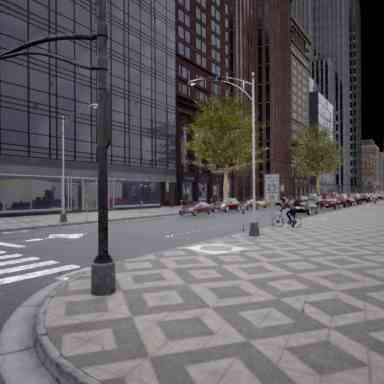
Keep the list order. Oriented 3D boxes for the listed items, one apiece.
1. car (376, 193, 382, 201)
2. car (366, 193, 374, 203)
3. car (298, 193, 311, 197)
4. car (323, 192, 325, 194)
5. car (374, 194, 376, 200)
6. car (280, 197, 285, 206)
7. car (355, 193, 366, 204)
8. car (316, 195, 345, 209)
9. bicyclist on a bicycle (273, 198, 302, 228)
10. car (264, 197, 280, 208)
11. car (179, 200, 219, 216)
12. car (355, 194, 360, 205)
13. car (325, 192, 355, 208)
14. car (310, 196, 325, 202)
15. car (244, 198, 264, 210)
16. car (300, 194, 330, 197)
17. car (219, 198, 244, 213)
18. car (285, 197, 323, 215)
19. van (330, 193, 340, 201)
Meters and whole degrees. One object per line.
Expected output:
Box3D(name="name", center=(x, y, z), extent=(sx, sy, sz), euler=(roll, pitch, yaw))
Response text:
Box3D(name="car", center=(42.625, 1.360, 77.988), extent=(1.802, 1.307, 4.206), euler=(-1, 0, 35))
Box3D(name="car", center=(33.038, 1.101, 64.053), extent=(2.192, 1.841, 5.009), euler=(0, 0, 35))
Box3D(name="car", center=(19.628, 1.416, 59.599), extent=(1.887, 1.381, 4.507), euler=(0, 0, 35))
Box3D(name="car", center=(22.175, 1.053, 52.796), extent=(2.150, 2.045, 5.566), euler=(-1, 0, 35))
Box3D(name="car", center=(36.330, 1.304, 68.837), extent=(1.752, 1.417, 4.829), euler=(-1, 0, 35))
Box3D(name="car", center=(13.236, 1.456, 50.306), extent=(1.947, 1.339, 4.313), euler=(0, 0, 35))
Box3D(name="car", center=(26.646, 1.119, 54.760), extent=(2.192, 1.841, 5.009), euler=(0, 0, 35))
Box3D(name="car", center=(17.059, 1.378, 40.823), extent=(1.887, 1.381, 4.507), euler=(0, 0, 35))
Box3D(name="bicyclist on a bicycle", center=(5.240, 1.177, 18.414), extent=(1.656, 1.620, 0.582), euler=(-1, 0, 35))
Box3D(name="car", center=(9.943, 1.427, 45.519), extent=(1.752, 1.417, 4.829), euler=(0, 0, 35))
Box3D(name="car", center=(0.452, 1.525, 31.720), extent=(1.802, 1.307, 4.206), euler=(0, 0, 35))
Box3D(name="car", center=(23.451, 1.379, 50.114), extent=(1.947, 1.339, 4.313), euler=(0, 0, 35))
Box3D(name="car", center=(20.254, 1.137, 45.470), extent=(2.192, 1.841, 5.009), euler=(0, 0, 35))
Box3D(name="car", center=(26.021, 1.419, 68.892), extent=(1.947, 1.339, 4.313), euler=(0, 0, 35))
Box3D(name="car", center=(6.844, 1.495, 41.013), extent=(1.802, 1.307, 4.206), euler=(0, 0, 35))
Box3D(name="car", center=(16.489, 1.340, 44.529), extent=(2.128, 1.511, 4.902), euler=(-1, 0, 35))
Box3D(name="car", center=(3.646, 1.367, 36.366), extent=(1.967, 1.590, 4.097), euler=(0, 0, 35))
Box3D(name="car", center=(10.668, 1.425, 31.531), extent=(1.947, 1.339, 4.313), euler=(0, 0, 35))
Box3D(name="van", center=(35.607, 1.187, 82.831), extent=(1.690, 1.788, 3.998), euler=(-1, 0, 35))
